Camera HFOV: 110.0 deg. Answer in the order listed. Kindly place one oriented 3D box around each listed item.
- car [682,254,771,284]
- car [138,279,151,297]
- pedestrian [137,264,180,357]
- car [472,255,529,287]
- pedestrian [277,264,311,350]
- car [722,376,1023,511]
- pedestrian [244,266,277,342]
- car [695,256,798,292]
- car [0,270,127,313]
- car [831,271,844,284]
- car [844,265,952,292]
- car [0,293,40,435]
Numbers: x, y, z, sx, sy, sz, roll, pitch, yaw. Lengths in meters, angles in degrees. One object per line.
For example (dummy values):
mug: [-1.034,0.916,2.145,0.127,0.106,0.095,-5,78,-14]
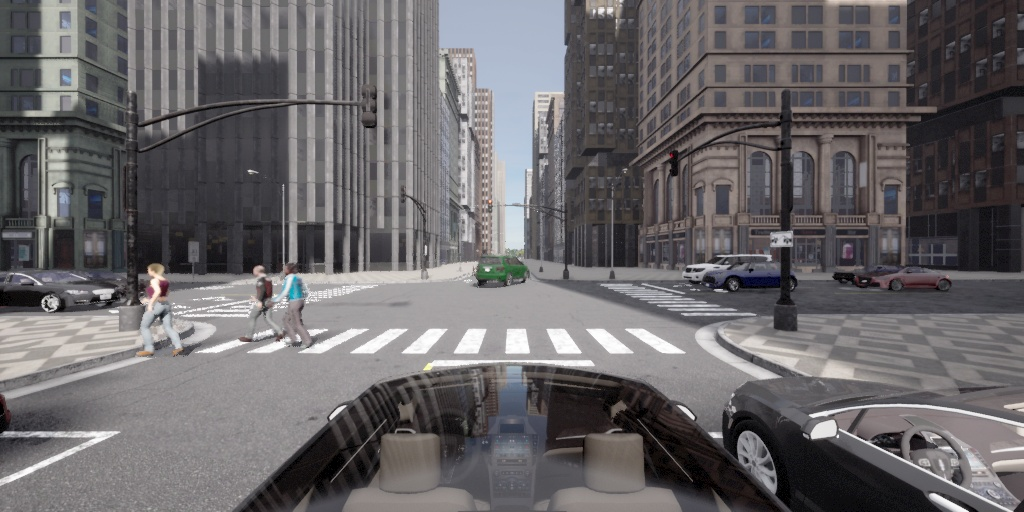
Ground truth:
car: [14.290,0.907,23.610,5.566,2.045,2.150,0,0,0]
car: [-20.245,1.356,16.990,5.357,1.411,2.033,0,0,0]
pedestrian: [-6.954,1.043,7.048,0.375,1.860,0.375,0,0,0]
car: [-0.580,0.968,25.089,2.150,2.045,5.566,1,0,21]
pedestrian: [-4.648,1.049,7.644,0.375,1.860,0.375,0,0,0]
car: [2.762,1.300,1.550,2.007,1.370,4.403,0,0,0]
pedestrian: [-5.772,1.049,8.245,0.375,1.860,0.375,0,0,0]
car: [13.354,1.053,20.361,4.553,1.767,2.097,0,0,0]
car: [-18.012,1.308,13.736,4.902,1.511,2.128,0,0,0]
car: [24.054,1.260,23.581,4.718,1.301,1.895,0,0,0]
car: [21.991,1.242,20.345,4.181,1.385,1.994,0,0,0]
car: [-5.764,1.190,1.565,1.967,1.591,4.097,0,0,0]
